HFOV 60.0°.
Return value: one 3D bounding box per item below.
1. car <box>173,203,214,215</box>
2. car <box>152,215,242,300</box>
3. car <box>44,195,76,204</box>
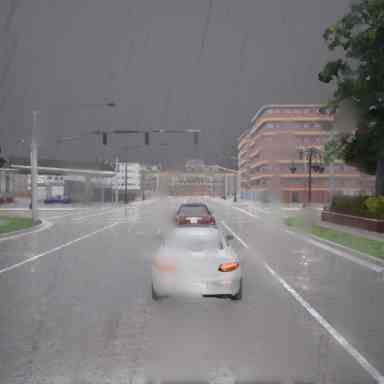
[{"bbox_3d":[0.081,1.352,17.225,2.097,1.767,4.553,0,0,0],"label":"car"},{"bbox_3d":[0.095,1.526,8.232,1.812,1.442,4.674,0,0,0],"label":"car"},{"bbox_3d":[-23.380,1.295,57.957,4.611,1.667,2.242,0,0,1],"label":"car"}]
